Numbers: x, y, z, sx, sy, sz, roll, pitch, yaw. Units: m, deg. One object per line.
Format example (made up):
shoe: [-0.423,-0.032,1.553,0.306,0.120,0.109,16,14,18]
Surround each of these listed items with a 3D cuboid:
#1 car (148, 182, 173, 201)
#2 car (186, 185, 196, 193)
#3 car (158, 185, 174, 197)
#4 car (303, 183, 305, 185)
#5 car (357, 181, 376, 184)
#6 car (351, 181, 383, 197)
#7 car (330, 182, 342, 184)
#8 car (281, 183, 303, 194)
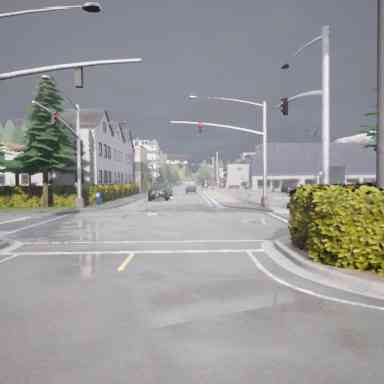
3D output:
car: [-3.720,-0.097,38.247,2.150,2.045,5.566,-1,2,0]
car: [-0.168,-0.562,58.667,2.128,1.511,4.902,-1,2,0]
car: [-3.731,-0.160,48.408,1.837,1.490,4.892,-1,2,0]
car: [18.895,-0.862,59.105,1.970,1.475,3.806,-1,2,0]
car: [19.016,-0.173,34.187,1.905,1.878,3.866,-1,2,0]
car: [22.261,-0.457,42.067,1.932,1.855,4.605,-1,2,0]
car: [25.310,-1.026,59.457,2.152,1.636,5.027,-1,2,0]
car: [15.270,-0.515,52.045,2.007,1.523,4.514,-1,2,0]
